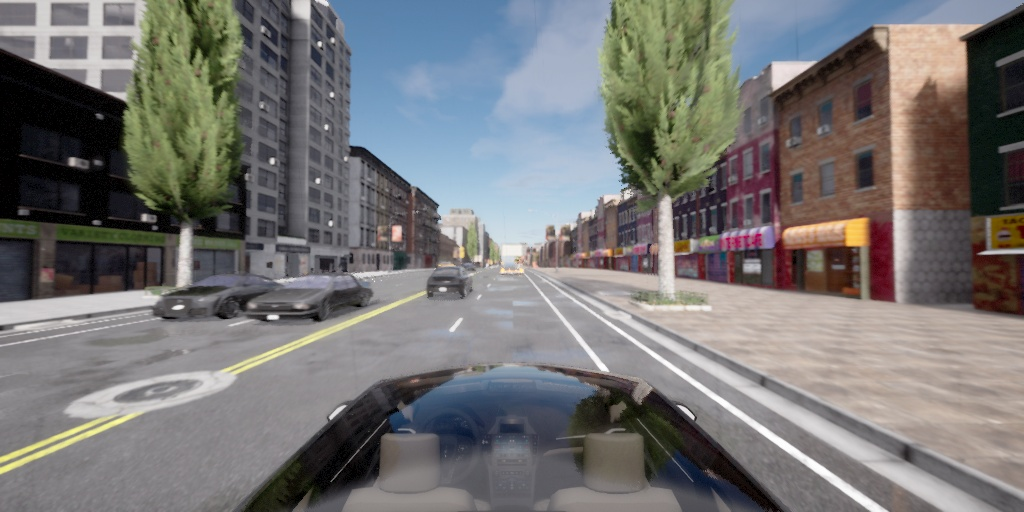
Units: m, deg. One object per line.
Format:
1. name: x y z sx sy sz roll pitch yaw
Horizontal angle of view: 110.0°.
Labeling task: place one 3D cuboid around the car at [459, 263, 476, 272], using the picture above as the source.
1. car: -6.563 1.684 53.744 1.994 1.385 4.181 0 -1 0

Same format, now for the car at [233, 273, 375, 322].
1. car: -6.599 1.315 12.568 2.033 1.411 5.357 0 0 0

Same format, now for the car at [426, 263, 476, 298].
1. car: -3.151 1.297 18.772 1.837 1.490 4.892 0 0 0

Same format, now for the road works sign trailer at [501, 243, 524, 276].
1. road works sign trailer: 0.001 0.401 39.936 2.380 3.560 2.880 0 0 0

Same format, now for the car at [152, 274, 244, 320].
1. car: -9.848 1.331 12.573 1.994 1.385 4.181 0 0 0
